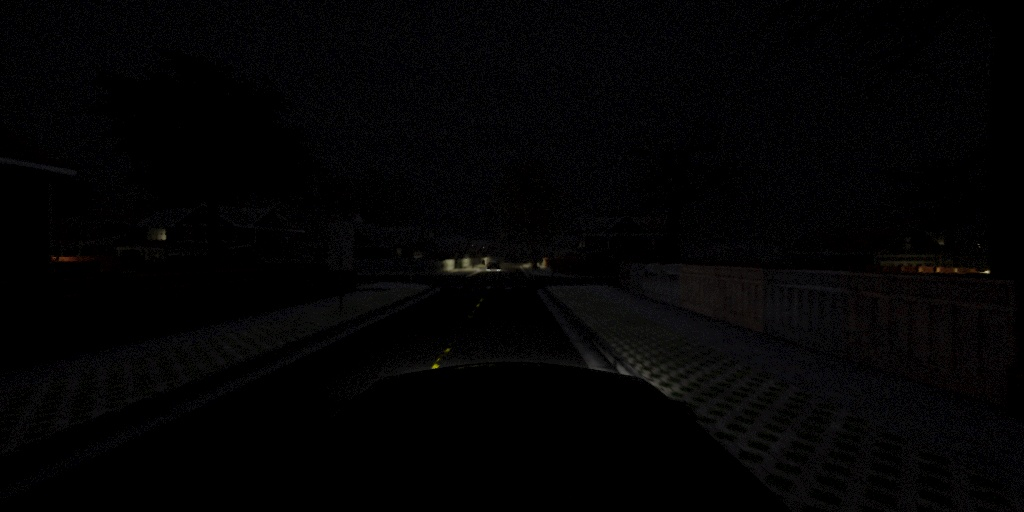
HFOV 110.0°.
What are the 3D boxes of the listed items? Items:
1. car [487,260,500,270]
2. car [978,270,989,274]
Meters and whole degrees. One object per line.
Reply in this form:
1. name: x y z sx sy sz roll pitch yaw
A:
1. car: -2.720 1.291 53.853 2.033 1.411 5.357 0 0 0
2. car: 39.411 1.936 29.220 4.902 1.511 2.128 1 1 1
